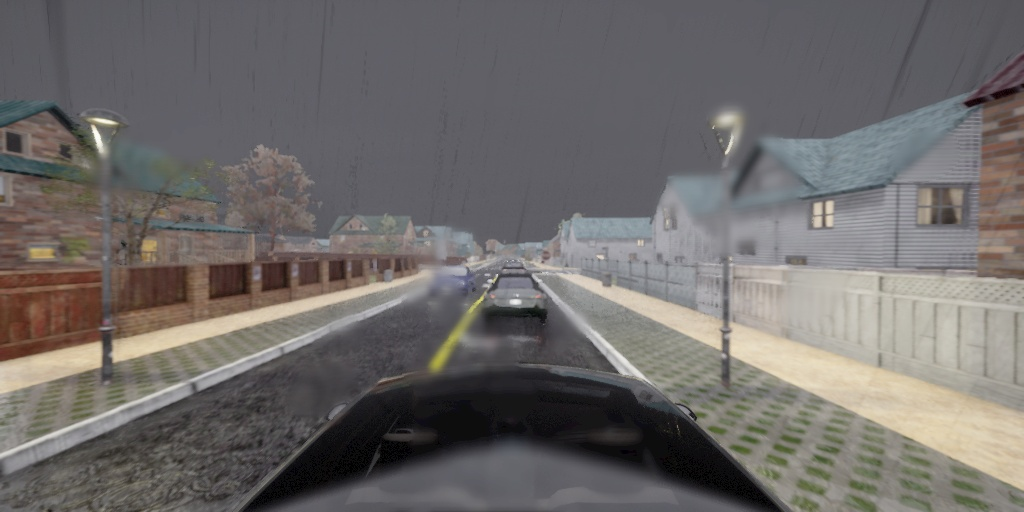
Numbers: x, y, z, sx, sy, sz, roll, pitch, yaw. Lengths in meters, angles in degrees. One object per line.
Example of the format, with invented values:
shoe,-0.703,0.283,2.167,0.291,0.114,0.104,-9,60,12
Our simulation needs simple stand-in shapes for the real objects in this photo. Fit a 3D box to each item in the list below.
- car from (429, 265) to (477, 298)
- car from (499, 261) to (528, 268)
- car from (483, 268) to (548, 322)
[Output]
car,-2.808,1.197,17.876,1.812,1.442,4.674,0,0,0
car,0.103,1.126,25.790,2.128,1.511,4.902,0,0,0
car,0.101,1.262,12.111,1.994,1.385,4.181,0,0,0
